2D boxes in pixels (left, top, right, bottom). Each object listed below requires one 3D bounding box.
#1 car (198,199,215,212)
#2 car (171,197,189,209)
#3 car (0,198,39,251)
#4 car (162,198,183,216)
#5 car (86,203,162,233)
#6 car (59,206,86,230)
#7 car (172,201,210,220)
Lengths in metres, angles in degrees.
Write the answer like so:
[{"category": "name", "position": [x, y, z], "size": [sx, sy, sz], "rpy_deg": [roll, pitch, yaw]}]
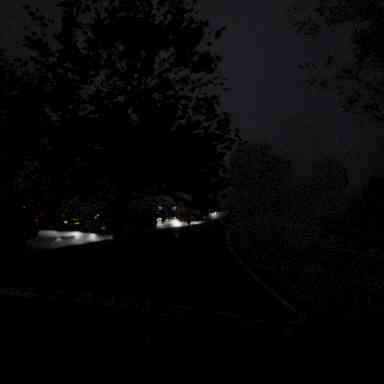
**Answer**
[{"category": "car", "position": [1.923, 1.855, 45.569], "size": [1.882, 1.535, 5.008], "rpy_deg": [0, 0, -2]}, {"category": "car", "position": [-1.992, 1.746, 53.091], "size": [2.097, 1.767, 4.553], "rpy_deg": [0, 0, -11]}, {"category": "car", "position": [-8.378, 1.253, 11.963], "size": [2.150, 2.045, 5.566], "rpy_deg": [0, 0, 29]}, {"category": "car", "position": [-2.196, 1.671, 35.344], "size": [2.097, 1.767, 4.553], "rpy_deg": [0, -1, 10]}, {"category": "car", "position": [-4.063, 1.470, 20.670], "size": [2.097, 1.767, 4.553], "rpy_deg": [0, -1, 24]}, {"category": "car", "position": [-6.736, 1.634, 22.550], "size": [1.837, 1.490, 4.892], "rpy_deg": [0, -1, 24]}, {"category": "car", "position": [0.116, 1.755, 31.397], "size": [1.882, 1.535, 5.008], "rpy_deg": [0, -1, 17]}]
